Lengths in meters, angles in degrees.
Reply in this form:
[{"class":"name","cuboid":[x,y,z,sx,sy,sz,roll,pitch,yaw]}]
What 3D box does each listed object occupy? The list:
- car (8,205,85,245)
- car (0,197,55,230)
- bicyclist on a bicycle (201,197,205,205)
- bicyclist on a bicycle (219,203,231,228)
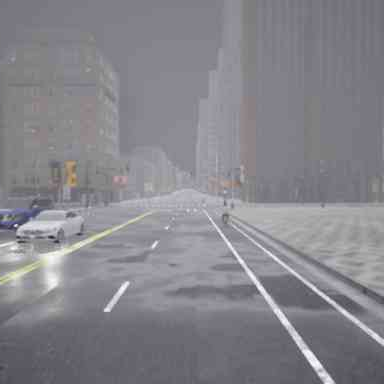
[{"class":"car","cuboid":[-6.602,1.584,16.071,1.812,1.442,4.674,0,0,0]},{"class":"car","cuboid":[-9.852,1.294,19.479,2.150,2.045,5.566,0,0,0]},{"class":"bicyclist on a bicycle","cuboid":[2.247,1.769,66.349,0.866,1.612,1.509,0,0,0]},{"class":"bicyclist on a bicycle","cuboid":[2.250,1.545,22.331,0.866,1.612,1.509,0,0,0]}]
